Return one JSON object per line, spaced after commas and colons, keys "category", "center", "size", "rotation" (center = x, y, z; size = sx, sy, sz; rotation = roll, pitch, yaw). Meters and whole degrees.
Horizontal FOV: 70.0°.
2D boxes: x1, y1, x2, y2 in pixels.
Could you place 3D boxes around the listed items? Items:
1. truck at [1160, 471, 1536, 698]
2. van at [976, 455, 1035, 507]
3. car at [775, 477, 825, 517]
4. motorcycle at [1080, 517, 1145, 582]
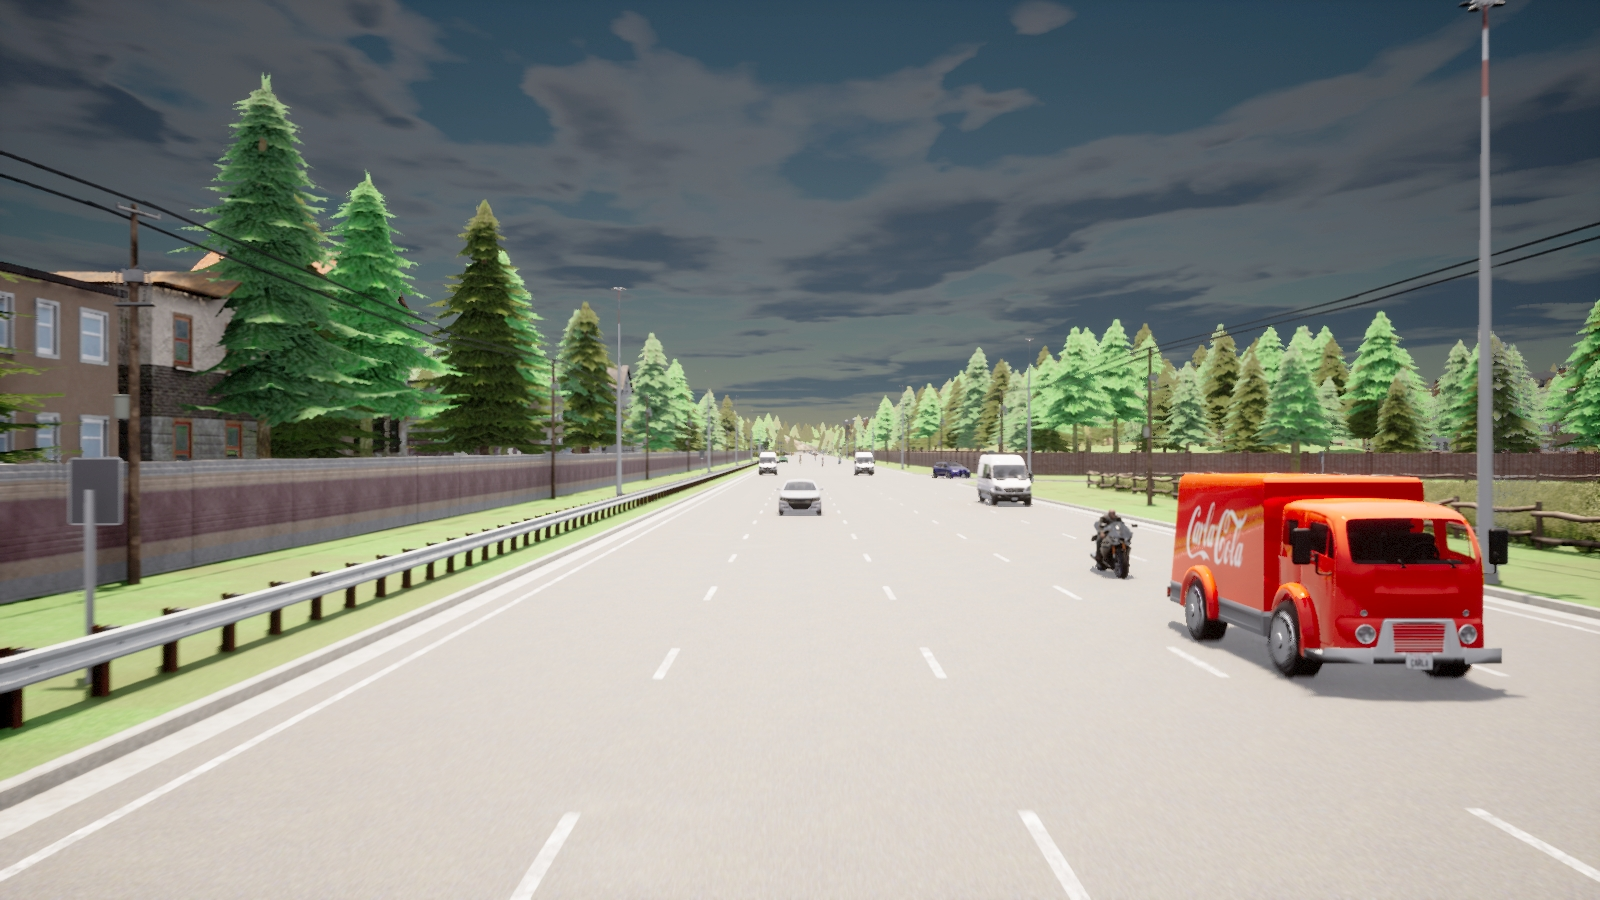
{"category": "truck", "center": [7.011, 1.568, 15.516], "size": [2.627, 2.467, 5.204], "rotation": [0, 0, 0]}
{"category": "van", "center": [10.501, 1.534, 58.890], "size": [1.988, 2.561, 5.915], "rotation": [0, 0, 0]}
{"category": "car", "center": [0.005, 2.033, 50.545], "size": [2.097, 1.535, 5.006], "rotation": [0, 0, 0]}
{"category": "motorcycle", "center": [7.001, 2.205, 25.693], "size": [0.867, 1.251, 2.209], "rotation": [0, 0, 0]}
